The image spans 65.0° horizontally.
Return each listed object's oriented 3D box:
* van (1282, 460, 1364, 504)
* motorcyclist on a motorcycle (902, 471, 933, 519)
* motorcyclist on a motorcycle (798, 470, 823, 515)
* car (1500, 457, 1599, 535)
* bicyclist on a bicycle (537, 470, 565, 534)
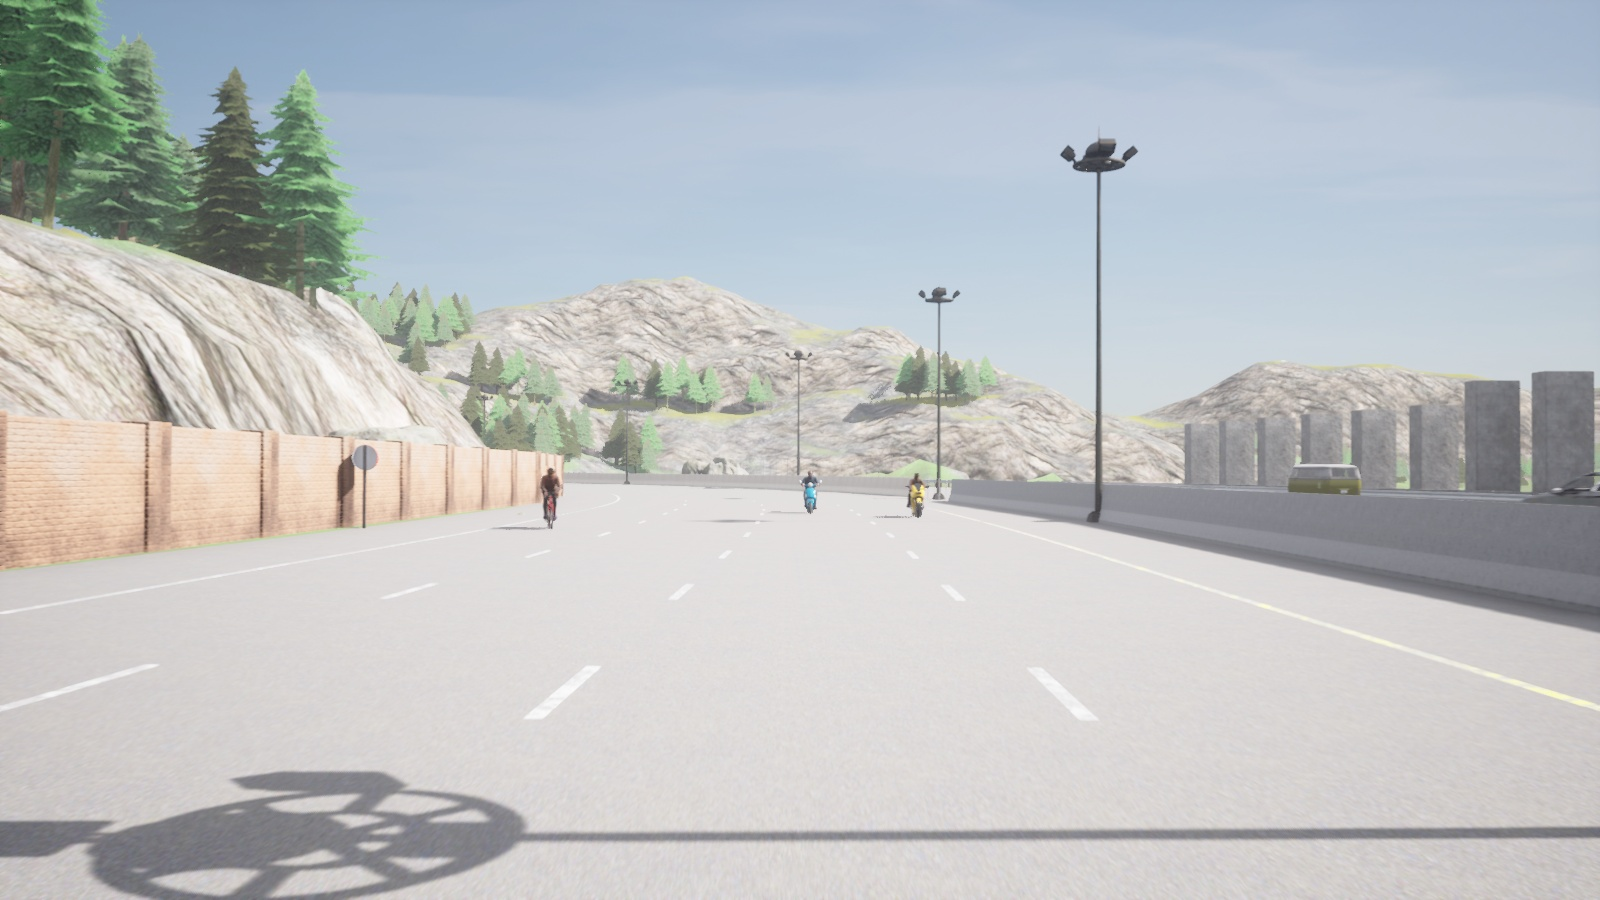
[{"bbox_3d":[24.456,1.460,58.846,1.775,1.987,4.442,0,-1,-3],"label":"van"},{"bbox_3d":[3.933,1.490,42.226,0.797,1.523,2.044,0,0,-1],"label":"motorcyclist on a motorcycle"},{"bbox_3d":[0.382,1.540,45.971,0.866,1.590,1.817,0,-1,-1],"label":"motorcyclist on a motorcycle"},{"bbox_3d":[17.940,0.989,27.779,2.152,1.651,5.027,0,-1,1],"label":"car"},{"bbox_3d":[-6.543,1.349,33.000,0.582,1.620,1.656,0,-1,-16],"label":"bicyclist on a bicycle"}]
